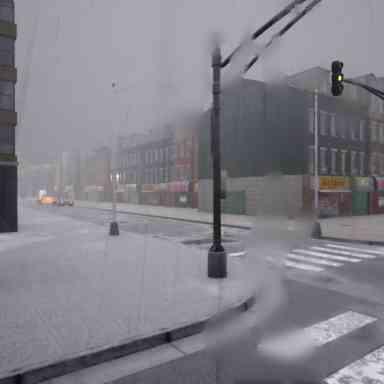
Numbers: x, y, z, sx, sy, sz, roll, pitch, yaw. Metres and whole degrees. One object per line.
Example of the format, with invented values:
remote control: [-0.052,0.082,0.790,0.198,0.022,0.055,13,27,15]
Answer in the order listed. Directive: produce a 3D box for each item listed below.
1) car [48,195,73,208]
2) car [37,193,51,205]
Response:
car: [-17.958,1.443,45.901,1.895,1.301,4.718,0,0,-36]
car: [-23.806,1.163,54.049,2.097,1.767,4.553,0,0,-34]
